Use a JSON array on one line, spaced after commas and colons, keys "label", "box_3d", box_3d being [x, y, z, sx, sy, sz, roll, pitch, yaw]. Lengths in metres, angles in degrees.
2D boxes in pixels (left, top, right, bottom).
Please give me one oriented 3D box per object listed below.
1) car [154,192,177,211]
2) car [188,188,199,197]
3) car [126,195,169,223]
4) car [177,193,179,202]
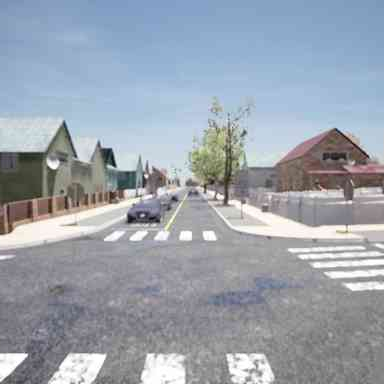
[{"label": "car", "box_3d": [-2.767, 0.850, 30.275, 2.128, 1.511, 4.902, 0, 1, 0]}, {"label": "car", "box_3d": [0.268, -0.044, 65.426, 2.097, 1.767, 4.553, 0, 1, 1]}, {"label": "car", "box_3d": [-2.813, 1.117, 21.098, 1.994, 1.385, 4.181, 0, 1, 1]}, {"label": "car", "box_3d": [-2.718, 0.667, 44.008, 1.895, 1.301, 4.718, 0, 1, 0]}]
